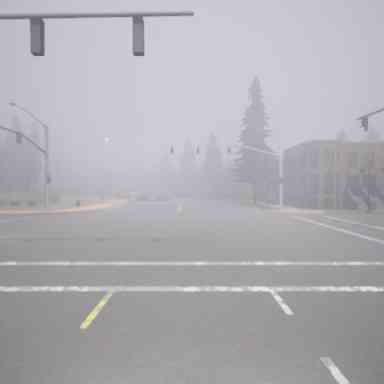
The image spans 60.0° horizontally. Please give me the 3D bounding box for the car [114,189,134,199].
[{"bbox_3d":[-14.485,0.648,68.950,1.882,1.535,5.008,0,1,-35],"label":"car"}]

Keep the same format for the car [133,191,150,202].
[{"bbox_3d":[-8.101,0.909,54.697,1.994,1.385,4.181,0,1,-14],"label":"car"}]

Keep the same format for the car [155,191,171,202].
[{"bbox_3d":[-4.998,0.672,56.666,2.097,1.767,4.553,0,1,-16],"label":"car"}]

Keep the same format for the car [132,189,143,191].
[{"bbox_3d":[-11.468,0.372,70.745,2.150,2.045,5.566,0,1,-35],"label":"car"}]
